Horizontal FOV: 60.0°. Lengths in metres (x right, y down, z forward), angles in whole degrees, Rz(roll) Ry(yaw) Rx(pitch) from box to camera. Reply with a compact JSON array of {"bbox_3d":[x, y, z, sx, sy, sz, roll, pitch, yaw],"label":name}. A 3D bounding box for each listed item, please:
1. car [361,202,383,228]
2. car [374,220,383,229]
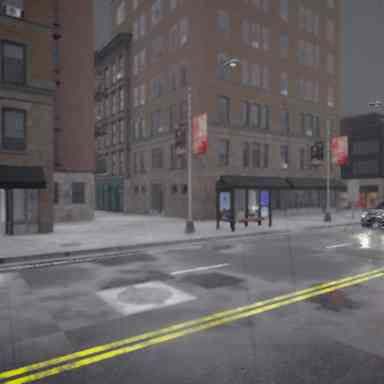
[{"bbox_3d":[12.416,1.348,20.487,4.553,1.767,2.097,0,0,-35],"label":"car"},{"bbox_3d":[6.978,1.489,8.404,4.902,1.511,2.128,0,0,-35],"label":"car"}]
